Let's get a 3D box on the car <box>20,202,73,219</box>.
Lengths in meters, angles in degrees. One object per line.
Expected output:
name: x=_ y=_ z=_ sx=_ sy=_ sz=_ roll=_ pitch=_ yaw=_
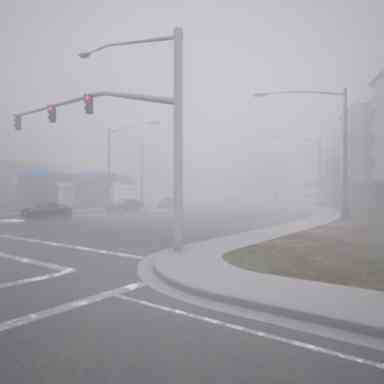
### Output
car: x=-12.411 y=1.551 z=28.572 sx=1.994 sy=1.385 sz=4.181 roll=0 pitch=0 yaw=36

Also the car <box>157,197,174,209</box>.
car: x=-3.198 y=1.491 z=45.314 sx=1.837 sy=1.490 sz=4.892 roll=0 pitch=0 yaw=15

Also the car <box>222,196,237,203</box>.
car: x=7.566 y=1.474 z=67.858 sx=2.128 sy=1.511 sz=4.902 roll=0 pitch=0 yaw=-15

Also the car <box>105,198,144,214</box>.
car: x=-7.239 y=1.465 z=36.058 sx=1.882 sy=1.535 sz=5.008 roll=0 pitch=0 yaw=30
